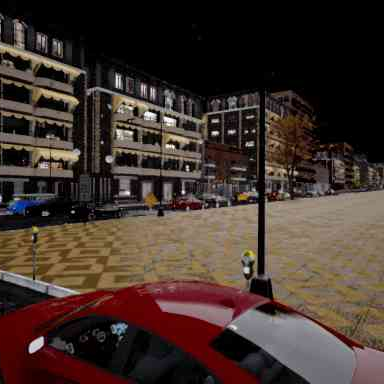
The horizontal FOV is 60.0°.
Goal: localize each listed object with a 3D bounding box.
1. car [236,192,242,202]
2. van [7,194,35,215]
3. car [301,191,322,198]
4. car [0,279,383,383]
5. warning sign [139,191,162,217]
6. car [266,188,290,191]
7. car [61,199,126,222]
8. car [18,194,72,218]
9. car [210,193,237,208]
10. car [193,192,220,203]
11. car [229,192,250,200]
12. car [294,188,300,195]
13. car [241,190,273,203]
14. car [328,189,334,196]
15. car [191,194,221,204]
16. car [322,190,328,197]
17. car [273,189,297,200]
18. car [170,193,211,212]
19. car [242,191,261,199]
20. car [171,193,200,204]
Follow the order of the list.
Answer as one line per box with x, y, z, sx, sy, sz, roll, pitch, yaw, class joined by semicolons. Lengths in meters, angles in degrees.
8.808;0.733;50.649;1.882;1.535;5.008;1;1;35;car
-13.578;1.035;28.510;1.690;1.788;3.998;2;2;35;van
25.061;0.446;69.484;2.008;1.369;4.403;2;2;35;car
-0.318;1.544;3.094;4.507;1.381;1.887;0;0;36;car
-3.079;0.851;24.818;1.300;1.860;1.060;-1;0;35;warning sign
15.732;0.420;60.605;2.097;1.767;4.553;1;1;34;car
-6.696;1.329;23.737;1.947;1.339;4.313;2;2;35;car
-11.154;1.184;27.489;1.882;1.535;5.008;1;1;35;car
2.830;1.050;37.460;2.008;1.369;4.403;2;2;35;car
2.298;0.808;51.389;2.008;1.369;4.403;2;2;35;car
8.649;0.650;60.539;1.947;1.339;4.313;2;2;35;car
24.530;-0.030;83.405;2.192;1.841;5.009;2;2;35;car
9.182;0.876;46.610;2.008;1.369;4.403;2;2;35;car
34.588;0.079;83.205;1.967;1.590;4.097;2;2;35;car
1.975;0.946;46.364;1.895;1.301;4.718;1;1;35;car
28.236;0.360;74.058;2.008;1.369;4.403;2;2;35;car
15.631;0.675;55.899;1.752;1.417;4.829;2;2;35;car
-0.346;1.132;32.885;1.887;1.381;4.507;2;2;35;car
11.728;0.525;64.972;1.752;1.417;4.829;2;2;35;car
-0.878;0.910;46.814;1.947;1.339;4.313;2;2;35;car
